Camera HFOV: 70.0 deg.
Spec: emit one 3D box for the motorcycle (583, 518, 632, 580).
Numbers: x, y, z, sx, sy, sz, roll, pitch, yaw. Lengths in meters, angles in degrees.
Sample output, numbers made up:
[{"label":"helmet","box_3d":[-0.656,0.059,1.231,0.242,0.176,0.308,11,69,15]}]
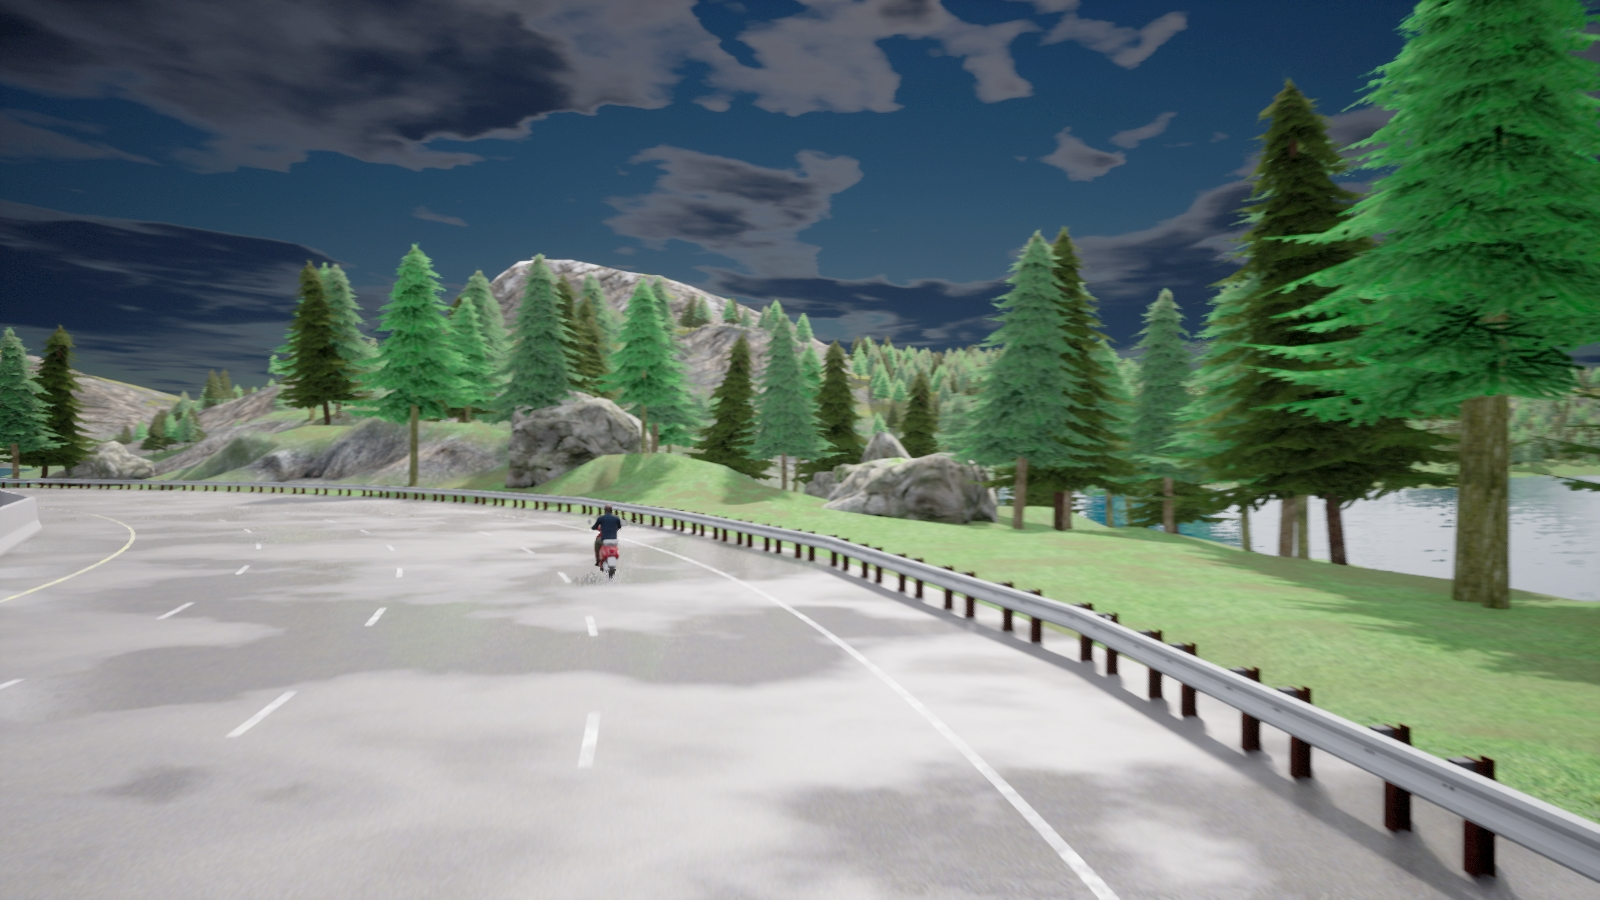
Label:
[{"label":"motorcycle","box_3d":[-4.336,2.201,25.657,0.856,1.236,1.805,1,0,-17]}]
